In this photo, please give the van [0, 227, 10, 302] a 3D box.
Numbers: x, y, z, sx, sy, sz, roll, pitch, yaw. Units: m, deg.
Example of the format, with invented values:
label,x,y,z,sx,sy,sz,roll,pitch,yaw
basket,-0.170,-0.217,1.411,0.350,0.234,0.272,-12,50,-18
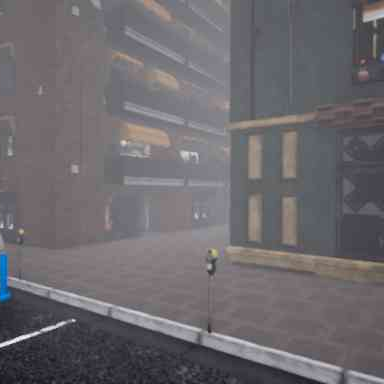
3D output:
label,x,y,z,sx,sy,sz,roll,pitch,yaw
van,-5.317,1.434,6.647,3.998,1.788,1.690,-1,1,36
